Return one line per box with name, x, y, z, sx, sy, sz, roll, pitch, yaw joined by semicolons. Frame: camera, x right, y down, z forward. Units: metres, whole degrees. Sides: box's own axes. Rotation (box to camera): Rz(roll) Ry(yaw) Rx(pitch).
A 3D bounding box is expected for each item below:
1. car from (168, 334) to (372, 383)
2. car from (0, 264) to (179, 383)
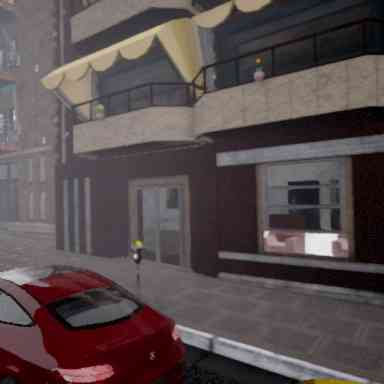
car;2.351;1.522;1.070;4.829;1.417;1.752;0;-2;36
car;-2.014;1.593;4.179;4.206;1.307;1.802;0;-2;36
